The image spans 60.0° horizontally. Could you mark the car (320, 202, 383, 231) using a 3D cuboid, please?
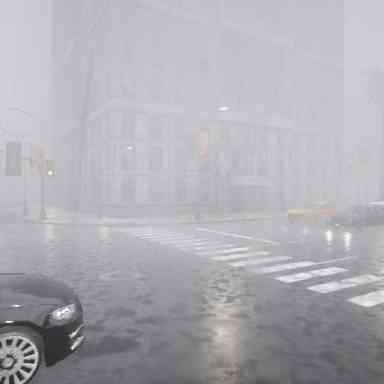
[{"bbox_3d":[10.808,1.547,20.933,5.357,1.411,2.033,0,0,-32],"label":"car"}]

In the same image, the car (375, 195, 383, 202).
[{"bbox_3d":[17.690,1.221,29.216,5.566,2.045,2.150,0,0,-31],"label":"car"}]

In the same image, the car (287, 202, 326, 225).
[{"bbox_3d":[8.995,1.478,23.924,5.008,1.535,1.882,0,0,-32],"label":"car"}]

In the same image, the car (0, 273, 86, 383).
[{"bbox_3d":[-3.751,1.493,3.656,4.902,1.511,2.128,0,0,-32],"label":"car"}]
